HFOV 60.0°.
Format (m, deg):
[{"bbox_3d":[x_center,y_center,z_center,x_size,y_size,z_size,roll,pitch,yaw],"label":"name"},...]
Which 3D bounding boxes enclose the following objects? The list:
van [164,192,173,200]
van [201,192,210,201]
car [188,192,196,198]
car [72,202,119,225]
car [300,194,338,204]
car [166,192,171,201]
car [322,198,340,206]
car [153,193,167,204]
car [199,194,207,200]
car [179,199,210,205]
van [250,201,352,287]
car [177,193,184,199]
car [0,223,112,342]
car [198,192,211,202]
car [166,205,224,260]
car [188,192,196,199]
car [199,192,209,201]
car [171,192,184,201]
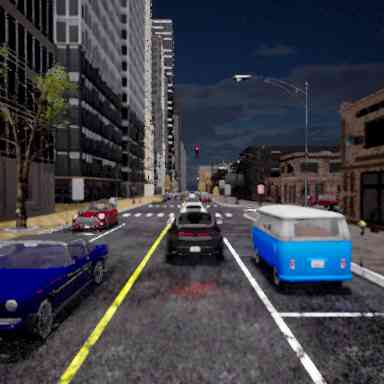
[{"bbox_3d":[-5.663,0.939,80.544,1.690,1.788,3.998,-1,0,0],"label":"van"},{"bbox_3d":[2.683,0.995,69.200,1.690,1.788,3.998,-1,0,0],"label":"van"},{"bbox_3d":[0.011,0.804,94.869,2.097,1.767,4.553,0,0,0],"label":"car"},{"bbox_3d":[-5.701,1.339,20.021,1.967,1.590,4.097,-1,0,0],"label":"car"},{"bbox_3d":[16.531,1.204,43.266,5.009,1.841,2.192,1,1,1],"label":"car"},{"bbox_3d":[-5.661,1.247,63.612,1.947,1.339,4.313,-1,0,0],"label":"car"},{"bbox_3d":[16.422,1.626,34.892,4.313,1.339,1.947,1,1,1],"label":"car"},{"bbox_3d":[-5.833,1.235,57.799,1.752,1.417,4.829,-1,0,0],"label":"car"},{"bbox_3d":[2.688,1.180,80.489,1.802,1.307,4.206,-1,0,0],"label":"car"},{"bbox_3d":[0.097,1.411,22.583,1.812,1.442,4.674,0,0,0],"label":"car"},{"bbox_3d":[2.677,1.296,8.936,1.690,1.788,3.998,-1,0,0],"label":"van"},{"bbox_3d":[-2.990,1.058,89.169,1.812,1.442,4.674,0,0,0],"label":"car"},{"bbox_3d":[-3.097,1.567,6.517,1.895,1.301,4.718,0,0,0],"label":"car"},{"bbox_3d":[2.684,1.122,63.556,1.967,1.590,4.097,-1,0,0],"label":"car"},{"bbox_3d":[0.099,1.442,12.228,1.837,1.490,4.892,0,0,0],"label":"car"},{"bbox_3d":[0.009,1.100,84.866,1.812,1.442,4.674,0,0,0],"label":"car"},{"bbox_3d":[2.683,0.941,74.844,2.192,1.841,5.009,-1,0,0],"label":"car"},{"bbox_3d":[-2.991,1.158,73.553,2.128,1.511,4.902,0,0,0],"label":"car"}]
